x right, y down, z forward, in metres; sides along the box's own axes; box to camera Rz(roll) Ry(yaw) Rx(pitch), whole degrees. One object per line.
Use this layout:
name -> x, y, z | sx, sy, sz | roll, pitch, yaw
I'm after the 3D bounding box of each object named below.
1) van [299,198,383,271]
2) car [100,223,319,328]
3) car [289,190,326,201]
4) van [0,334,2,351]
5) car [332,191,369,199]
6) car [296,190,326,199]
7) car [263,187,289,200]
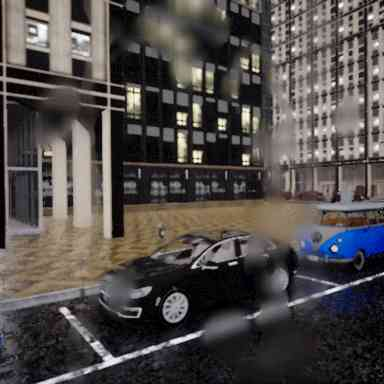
van -> 4.944, 1.213, 10.085 | 3.998, 1.788, 1.690 | -1, 0, -35
car -> 0.347, 1.497, 6.808 | 4.403, 1.369, 2.008 | -1, 0, -35
car -> 15.301, 0.619, 43.284 | 1.802, 1.307, 4.206 | 0, 1, -36
van -> -4.254, 1.361, 3.527 | 3.998, 1.788, 1.690 | -1, 0, -35
car -> 18.551, 0.584, 38.752 | 1.967, 1.590, 4.097 | 0, 1, -36
car -> 18.829, 0.390, 52.744 | 1.802, 1.307, 4.206 | 0, 1, -36
car -> 12.058, 0.245, 47.811 | 2.192, 1.841, 5.009 | 0, 1, -36
